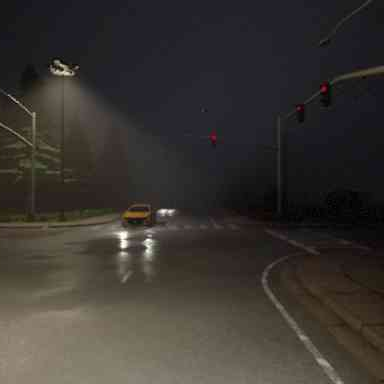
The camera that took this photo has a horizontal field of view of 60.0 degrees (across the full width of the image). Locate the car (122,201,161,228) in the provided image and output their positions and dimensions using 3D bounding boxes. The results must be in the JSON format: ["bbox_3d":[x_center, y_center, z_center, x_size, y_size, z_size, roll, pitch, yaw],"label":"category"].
[{"bbox_3d":[-3.546,1.595,23.178,1.882,1.535,5.008,0,0,0],"label":"car"}]

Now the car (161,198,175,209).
[{"bbox_3d":[-3.599,1.712,49.134,2.128,1.511,4.902,0,0,0],"label":"car"}]
